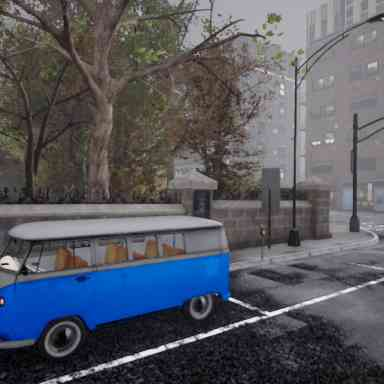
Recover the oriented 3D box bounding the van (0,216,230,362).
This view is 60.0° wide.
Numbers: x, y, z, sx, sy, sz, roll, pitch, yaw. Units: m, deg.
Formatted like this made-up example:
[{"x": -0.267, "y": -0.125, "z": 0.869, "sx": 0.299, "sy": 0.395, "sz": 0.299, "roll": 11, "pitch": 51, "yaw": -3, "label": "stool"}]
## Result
[{"x": -1.201, "y": 1.344, "z": 5.633, "sx": 3.998, "sy": 1.788, "sz": 1.690, "roll": 0, "pitch": 1, "yaw": -35, "label": "van"}]
